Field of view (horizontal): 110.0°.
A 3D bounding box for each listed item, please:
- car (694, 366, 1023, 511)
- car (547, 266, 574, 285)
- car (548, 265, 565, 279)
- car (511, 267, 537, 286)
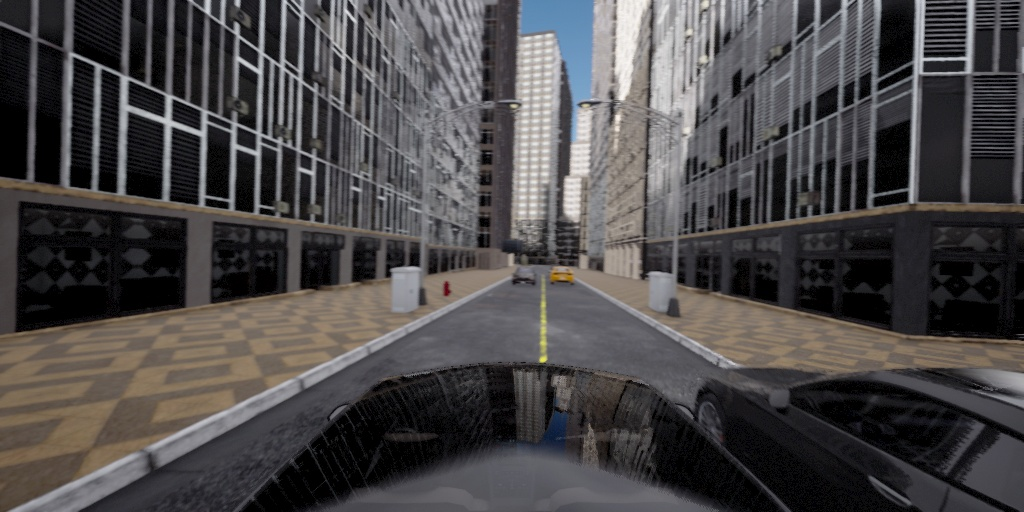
[{"bbox_3d":[2.752,1.368,1.976,1.812,1.442,4.674,2,-1,5],"label":"car"},{"bbox_3d":[4.351,1.689,31.620,1.882,1.535,5.008,2,-1,5],"label":"car"},{"bbox_3d":[5.302,1.876,42.955,1.837,1.490,4.892,2,0,5],"label":"car"},{"bbox_3d":[1.049,1.625,29.194,2.033,1.411,5.357,2,-1,5],"label":"car"}]
